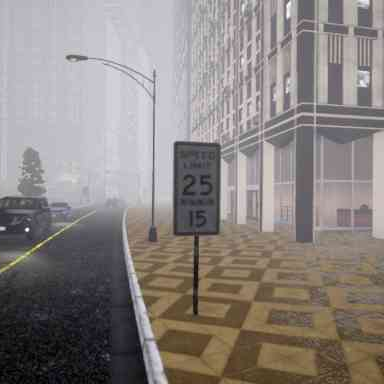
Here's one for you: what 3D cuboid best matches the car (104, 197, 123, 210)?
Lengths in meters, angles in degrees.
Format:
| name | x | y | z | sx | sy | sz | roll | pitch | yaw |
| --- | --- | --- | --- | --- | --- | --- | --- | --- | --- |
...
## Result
| name | x | y | z | sx | sy | sz | roll | pitch | yaw |
| --- | --- | --- | --- | --- | --- | --- | --- | --- | --- |
| car | -10.543 | 1.546 | 44.188 | 1.837 | 1.490 | 4.892 | 1 | 0 | -9 |

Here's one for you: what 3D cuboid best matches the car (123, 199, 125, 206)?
| name | x | y | z | sx | sy | sz | roll | pitch | yaw |
| --- | --- | --- | --- | --- | --- | --- | --- | --- | --- |
| car | -12.050 | 1.538 | 54.063 | 2.128 | 1.511 | 4.902 | 1 | 0 | -8 |

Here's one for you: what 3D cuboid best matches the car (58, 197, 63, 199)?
| name | x | y | z | sx | sy | sz | roll | pitch | yaw |
| --- | --- | --- | --- | --- | --- | --- | --- | --- | --- |
| car | -32.266 | 1.745 | 77.530 | 4.403 | 1.369 | 2.008 | 0 | 1 | 1 |

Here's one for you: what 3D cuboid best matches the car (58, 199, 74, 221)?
| name | x | y | z | sx | sy | sz | roll | pitch | yaw |
| --- | --- | --- | --- | --- | --- | --- | --- | --- | --- |
| car | -10.683 | 1.521 | 26.831 | 1.812 | 1.442 | 4.674 | 1 | 0 | -11 |

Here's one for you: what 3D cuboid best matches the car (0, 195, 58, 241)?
| name | x | y | z | sx | sy | sz | roll | pitch | yaw |
| --- | --- | --- | --- | --- | --- | --- | --- | --- | --- |
| car | -8.643 | 1.208 | 16.869 | 2.150 | 2.045 | 5.566 | 1 | 0 | -12 |

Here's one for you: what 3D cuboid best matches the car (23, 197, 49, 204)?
| name | x | y | z | sx | sy | sz | roll | pitch | yaw |
| --- | --- | --- | --- | --- | --- | --- | --- | --- | --- |
| car | -32.469 | 1.688 | 69.152 | 4.403 | 1.369 | 2.008 | 0 | 1 | 1 |

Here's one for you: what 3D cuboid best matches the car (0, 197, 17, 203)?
| name | x | y | z | sx | sy | sz | roll | pitch | yaw |
| --- | --- | --- | --- | --- | --- | --- | --- | --- | --- |
| car | -43.513 | 1.850 | 77.803 | 4.313 | 1.339 | 1.947 | 0 | 1 | 1 |
